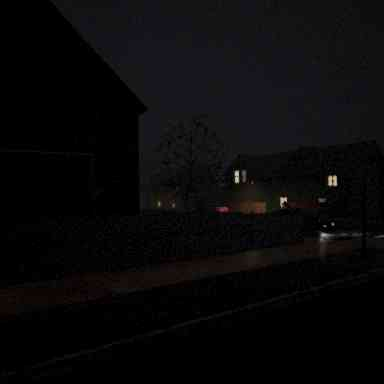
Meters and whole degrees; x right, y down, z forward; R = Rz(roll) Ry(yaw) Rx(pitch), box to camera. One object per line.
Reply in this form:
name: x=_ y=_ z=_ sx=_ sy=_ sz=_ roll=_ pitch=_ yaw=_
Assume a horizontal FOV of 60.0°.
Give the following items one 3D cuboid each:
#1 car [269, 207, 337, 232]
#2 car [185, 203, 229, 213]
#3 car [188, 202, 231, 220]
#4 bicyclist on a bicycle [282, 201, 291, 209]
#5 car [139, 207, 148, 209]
car: x=7.251 y=1.823 z=22.431 sx=1.837 sy=1.490 sz=4.892 roll=-1 pitch=-1 yaw=-36
car: x=1.201 y=2.067 z=30.915 sx=1.837 sy=1.490 sz=4.892 roll=-1 pitch=-1 yaw=-35
car: x=1.790 y=1.945 z=35.165 sx=2.097 sy=1.767 sz=4.553 roll=-1 pitch=-1 yaw=-36
bicyclist on a bicycle: x=8.681 y=1.666 z=30.492 sx=1.656 sy=1.620 sz=0.582 roll=-1 pitch=0 yaw=-36
car: x=-6.368 y=2.472 z=41.551 sx=1.895 sy=1.301 sz=4.718 roll=-1 pitch=-1 yaw=-35
